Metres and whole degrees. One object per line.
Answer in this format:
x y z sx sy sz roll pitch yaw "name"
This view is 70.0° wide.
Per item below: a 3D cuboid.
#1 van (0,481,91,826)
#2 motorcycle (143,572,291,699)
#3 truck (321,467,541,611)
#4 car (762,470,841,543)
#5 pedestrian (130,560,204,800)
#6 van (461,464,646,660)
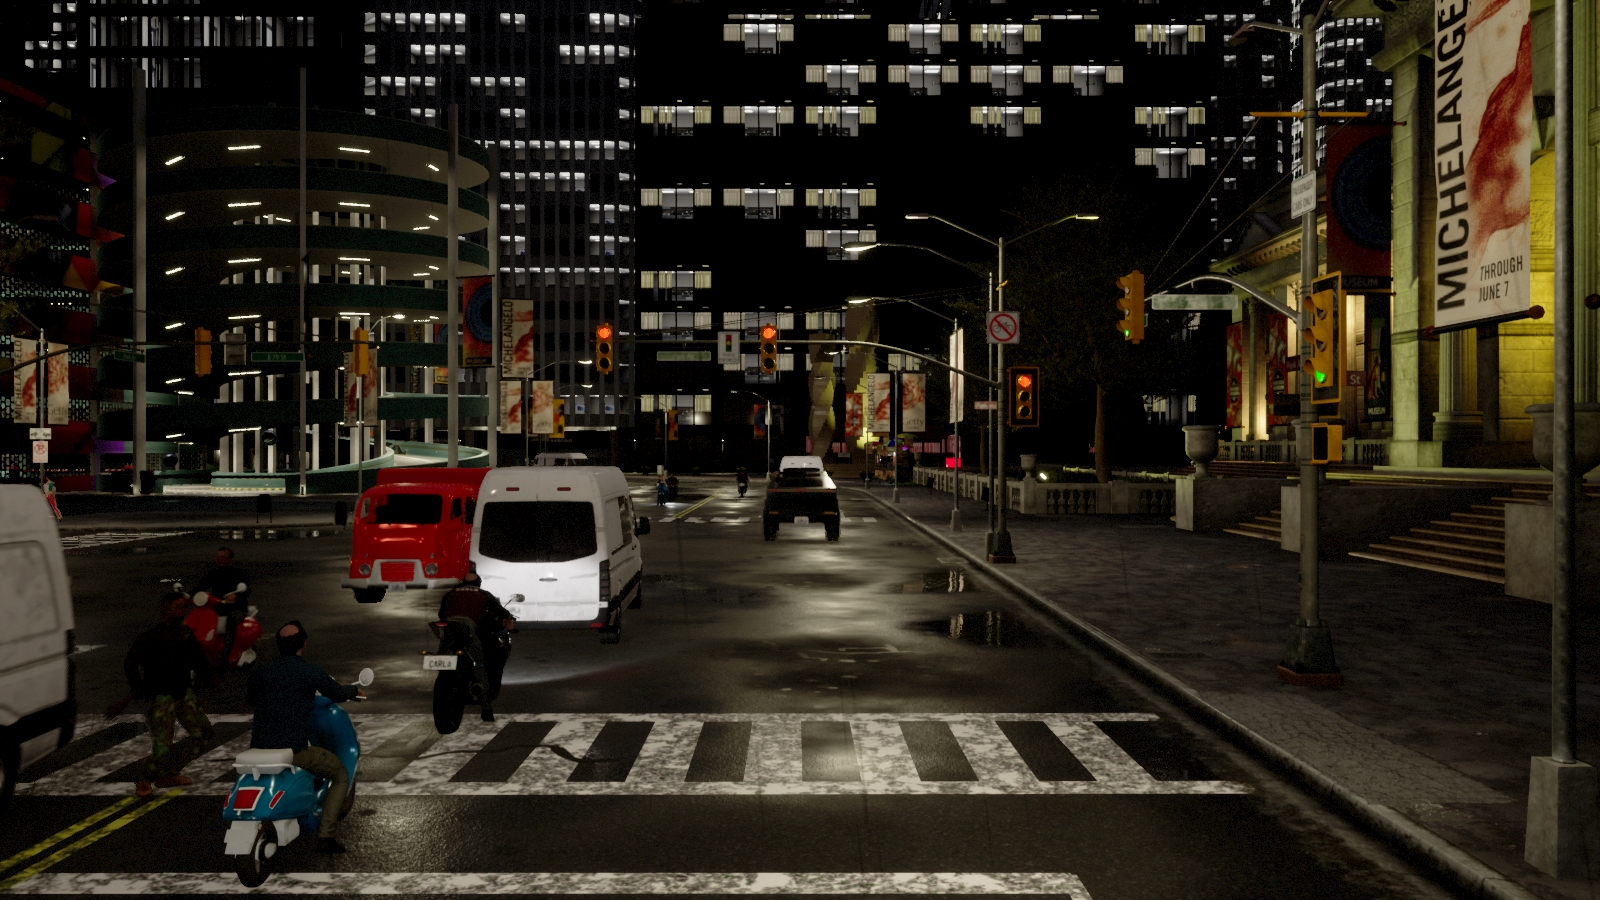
-7.000 1.535 6.706 1.988 2.561 5.915 0 0 0 "van"
-6.969 2.182 13.762 0.856 1.236 1.805 0 0 0 "motorcycle"
-6.968 1.578 22.354 2.627 2.467 5.204 0 -1 0 "truck"
0.052 1.753 37.385 2.390 2.098 6.274 0 0 0 "car"
-5.156 1.848 9.310 0.375 1.860 0.375 0 0 18 "pedestrian"
-3.704 1.534 18.314 1.988 2.561 5.915 0 0 -3 "van"
